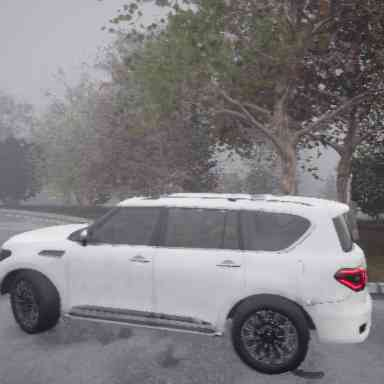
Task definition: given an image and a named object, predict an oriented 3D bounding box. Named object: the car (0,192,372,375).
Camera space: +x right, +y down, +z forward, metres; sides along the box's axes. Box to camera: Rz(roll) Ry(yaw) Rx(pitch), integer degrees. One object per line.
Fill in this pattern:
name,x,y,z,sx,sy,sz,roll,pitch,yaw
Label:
car,-0.318,1.025,5.208,5.566,2.045,2.150,2,3,14
